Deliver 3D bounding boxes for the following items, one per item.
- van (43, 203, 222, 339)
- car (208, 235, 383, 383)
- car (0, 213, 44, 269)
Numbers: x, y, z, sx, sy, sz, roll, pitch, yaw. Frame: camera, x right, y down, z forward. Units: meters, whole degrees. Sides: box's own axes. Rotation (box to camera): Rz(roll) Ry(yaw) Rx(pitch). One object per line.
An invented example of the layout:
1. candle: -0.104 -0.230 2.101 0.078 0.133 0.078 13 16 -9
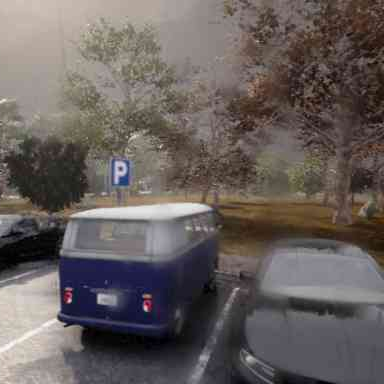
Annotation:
1. van: -0.604 1.236 6.654 1.878 1.987 4.442 0 -1 15
2. car: 1.804 1.479 4.829 2.097 1.535 5.008 1 0 15
3. car: -5.500 1.425 9.936 2.097 1.535 5.008 1 0 14
